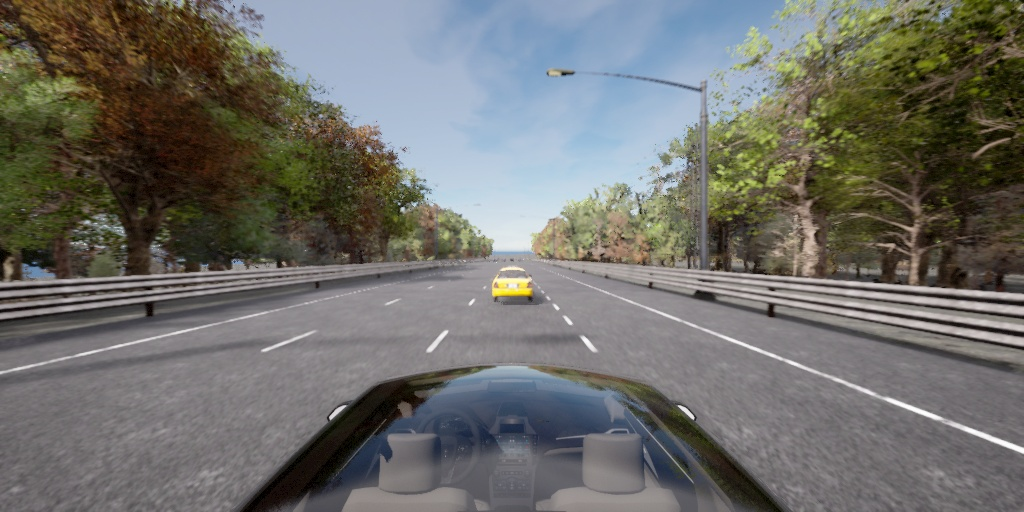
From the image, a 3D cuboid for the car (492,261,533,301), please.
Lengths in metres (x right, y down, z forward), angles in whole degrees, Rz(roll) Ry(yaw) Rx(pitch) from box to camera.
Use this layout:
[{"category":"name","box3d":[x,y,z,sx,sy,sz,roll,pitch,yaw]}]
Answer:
[{"category":"car","box3d":[0.022,1.213,17.429,1.801,1.575,5.366,0,0,0]}]
